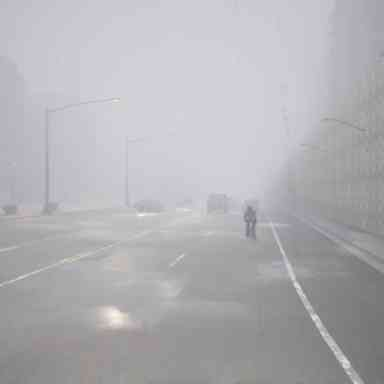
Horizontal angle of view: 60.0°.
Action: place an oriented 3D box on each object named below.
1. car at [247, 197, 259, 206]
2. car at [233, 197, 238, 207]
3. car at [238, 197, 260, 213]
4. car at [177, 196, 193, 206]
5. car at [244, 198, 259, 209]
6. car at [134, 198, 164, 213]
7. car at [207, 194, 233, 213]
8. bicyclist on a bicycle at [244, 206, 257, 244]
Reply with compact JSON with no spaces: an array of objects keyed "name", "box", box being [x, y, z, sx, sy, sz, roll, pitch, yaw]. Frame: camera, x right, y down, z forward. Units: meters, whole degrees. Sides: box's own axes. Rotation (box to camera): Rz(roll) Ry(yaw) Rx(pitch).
[{"name":"car","box":[10.432,1.547,56.717,2.033,1.411,5.357,0,0,11]},{"name":"car","box":[4.967,1.547,47.209,2.033,1.411,5.357,0,0,11]},{"name":"car","box":[6.559,1.547,36.800,2.033,1.411,5.357,0,0,11]},{"name":"car","box":[-1.006,1.331,53.050,2.128,1.511,4.902,0,0,11]},{"name":"car","box":[8.475,1.564,46.901,1.994,1.385,4.181,0,0,11]},{"name":"car","box":[-4.420,1.564,36.407,1.994,1.385,4.181,0,0,11]},{"name":"car","box":[2.966,1.221,36.705,2.150,2.045,5.566,0,0,11]},{"name":"bicyclist on a bicycle","box":[2.615,1.454,14.797,0.582,1.620,1.656,0,-2,-4]}]
